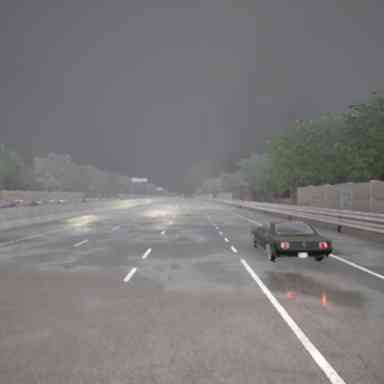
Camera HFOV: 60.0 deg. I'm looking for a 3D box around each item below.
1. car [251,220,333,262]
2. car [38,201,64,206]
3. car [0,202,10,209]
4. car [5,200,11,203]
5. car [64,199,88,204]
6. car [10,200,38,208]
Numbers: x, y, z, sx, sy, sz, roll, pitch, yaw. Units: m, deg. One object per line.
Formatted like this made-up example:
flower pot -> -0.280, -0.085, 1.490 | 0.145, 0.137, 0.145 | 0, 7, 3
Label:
car -> 3.517, 1.740, 12.769 | 1.895, 1.301, 4.718 | 0, -1, 0
car -> -21.119, 2.107, 51.264 | 2.033, 1.411, 5.357 | 0, -1, 0
car -> -17.614, 1.826, 27.702 | 1.812, 1.442, 4.674 | 0, -1, 0
car -> -28.117, 2.056, 51.652 | 2.128, 1.511, 4.902 | 0, -1, 0
car -> -17.619, 1.916, 51.830 | 2.097, 1.767, 4.553 | 0, 0, 0
car -> -24.627, 2.049, 49.795 | 1.837, 1.490, 4.892 | 0, -1, 0
